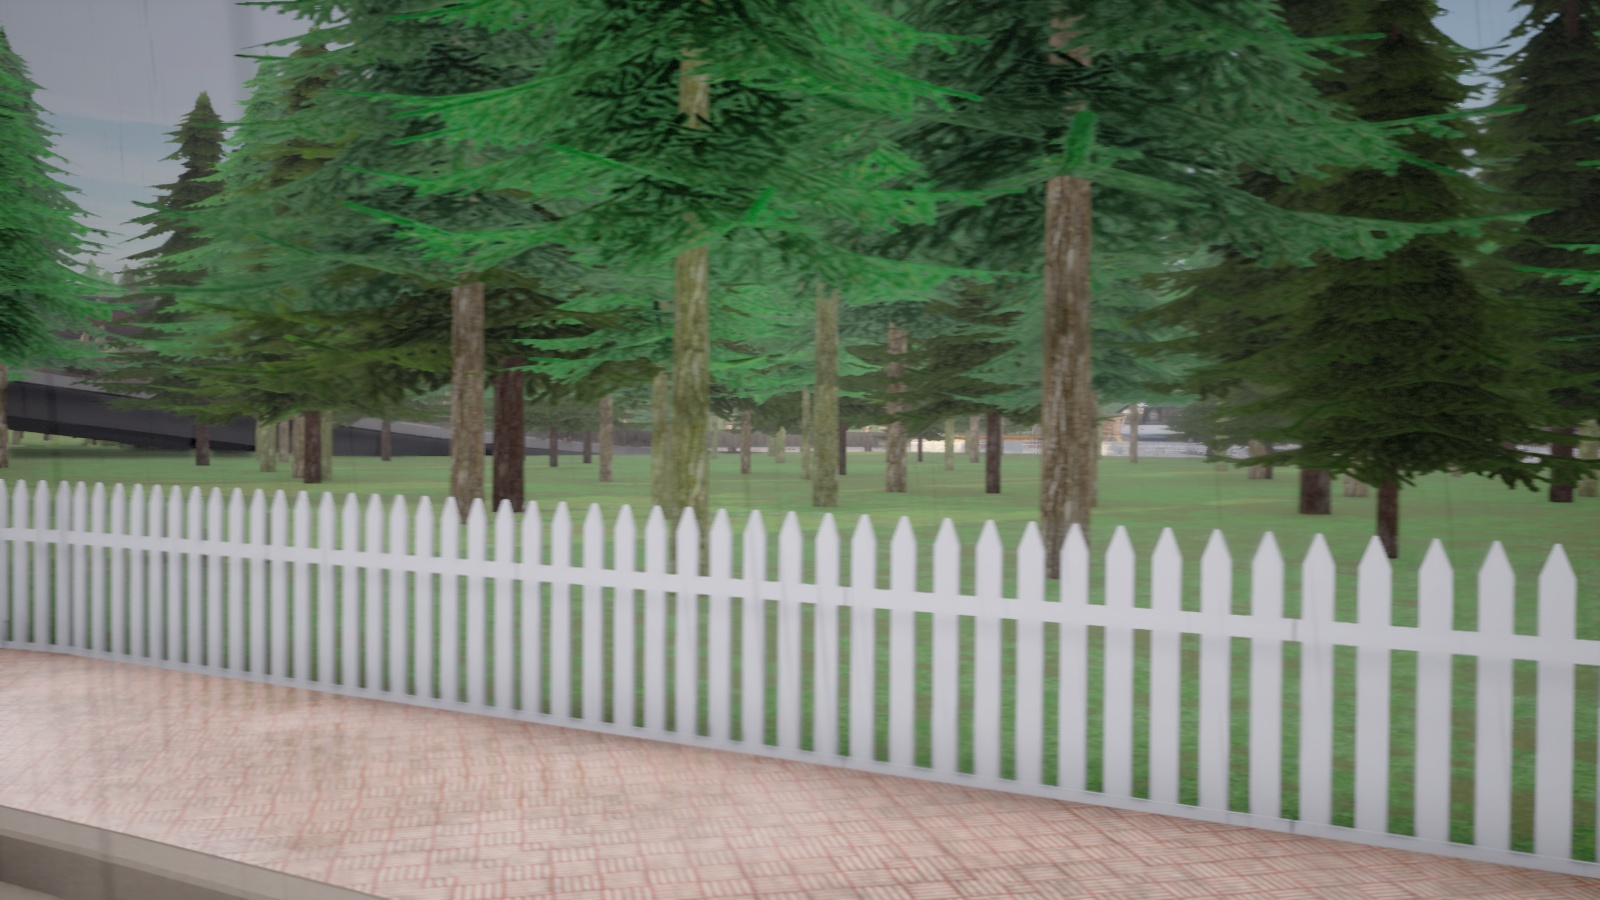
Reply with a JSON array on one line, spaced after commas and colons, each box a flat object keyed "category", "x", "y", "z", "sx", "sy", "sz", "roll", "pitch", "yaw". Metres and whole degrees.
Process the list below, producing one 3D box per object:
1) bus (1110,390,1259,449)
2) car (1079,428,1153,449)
[{"category": "bus", "x": 28.951, "y": -2.245, "z": 95.103, "sx": 3.944, "sy": 4.253, "sz": 10.273, "roll": -1, "pitch": 1, "yaw": -40}, {"category": "car", "x": 24.017, "y": -0.889, "z": 95.560, "sx": 1.801, "sy": 1.575, "sz": 5.366, "roll": -1, "pitch": 1, "yaw": -40}]
